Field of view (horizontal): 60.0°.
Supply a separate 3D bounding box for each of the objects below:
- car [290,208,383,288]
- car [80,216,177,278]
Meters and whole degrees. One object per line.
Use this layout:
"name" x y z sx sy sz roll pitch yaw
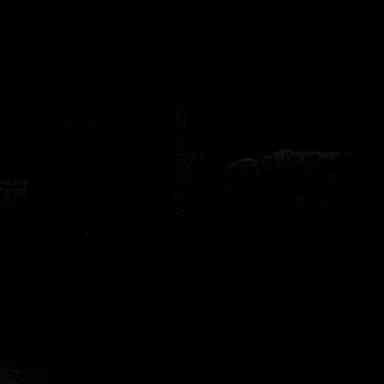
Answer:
"car" 4.797 1.467 9.914 1.905 1.878 3.866 1 -1 -29
"car" -2.251 1.603 11.005 2.242 1.667 4.611 1 -1 -29
